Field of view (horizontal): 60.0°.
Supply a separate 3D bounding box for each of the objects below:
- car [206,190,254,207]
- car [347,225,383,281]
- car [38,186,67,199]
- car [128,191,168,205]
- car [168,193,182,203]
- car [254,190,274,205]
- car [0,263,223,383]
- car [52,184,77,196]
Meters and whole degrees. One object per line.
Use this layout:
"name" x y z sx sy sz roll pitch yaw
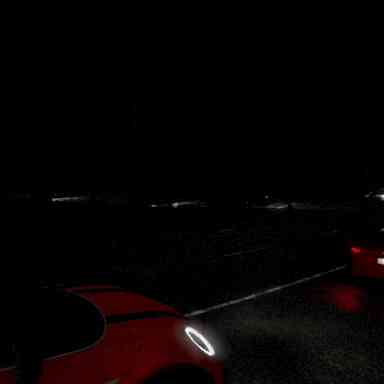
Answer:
"car" 3.847 0.843 36.677 4.902 1.511 2.128 0 3 33
"car" 5.802 1.476 8.665 4.181 1.385 1.994 -1 1 -41
"car" -23.075 0.234 54.199 4.892 1.490 1.837 2 4 33
"car" -5.995 0.766 43.059 5.008 1.535 1.882 1 3 33
"car" -3.631 0.632 45.695 4.892 1.490 1.837 3 4 33
"car" 7.138 0.527 38.729 4.553 1.767 2.097 -1 2 32
"car" -1.912 1.351 2.571 4.553 1.767 2.097 0 0 -35
"car" -22.504 -0.271 57.992 5.566 2.045 2.150 2 4 33
